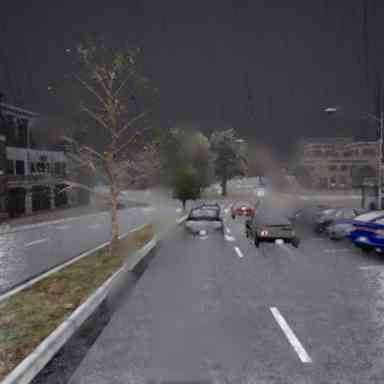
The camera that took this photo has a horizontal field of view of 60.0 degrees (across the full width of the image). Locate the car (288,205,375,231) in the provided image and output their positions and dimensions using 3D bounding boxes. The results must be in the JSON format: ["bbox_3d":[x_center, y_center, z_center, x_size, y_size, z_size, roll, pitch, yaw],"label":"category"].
[{"bbox_3d":[8.838,1.625,21.200,4.792,1.488,2.163,1,-1,-16],"label":"car"}]

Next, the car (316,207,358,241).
[{"bbox_3d":[8.457,1.598,15.288,4.674,1.452,2.002,1,0,-17],"label":"car"}]

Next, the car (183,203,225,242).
[{"bbox_3d":[0.618,1.545,16.686,2.128,1.511,4.902,0,0,3],"label":"car"}]

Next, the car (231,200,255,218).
[{"bbox_3d":[4.797,1.516,31.606,2.097,1.767,4.553,0,0,6],"label":"car"}]

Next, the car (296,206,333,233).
[{"bbox_3d":[8.610,1.576,18.242,4.892,1.521,2.231,1,-1,-16],"label":"car"}]

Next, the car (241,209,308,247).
[{"bbox_3d":[3.539,1.661,15.238,1.895,1.301,4.718,0,0,3],"label":"car"}]

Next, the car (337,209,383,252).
[{"bbox_3d":[8.313,1.540,12.342,5.008,1.535,2.097,1,-1,-17],"label":"car"}]

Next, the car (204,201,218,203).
[{"bbox_3d":[1.863,1.636,32.426,2.128,1.511,4.902,0,0,6],"label":"car"}]
